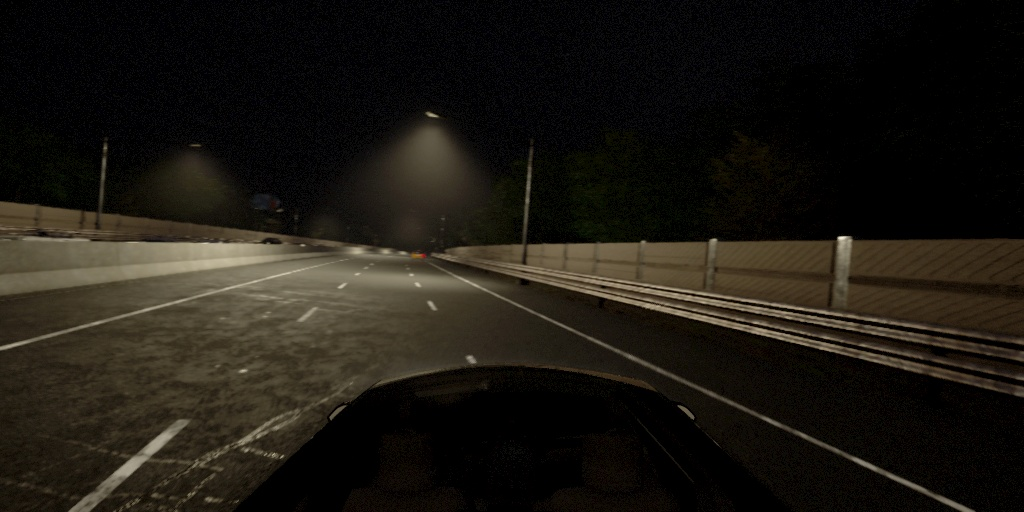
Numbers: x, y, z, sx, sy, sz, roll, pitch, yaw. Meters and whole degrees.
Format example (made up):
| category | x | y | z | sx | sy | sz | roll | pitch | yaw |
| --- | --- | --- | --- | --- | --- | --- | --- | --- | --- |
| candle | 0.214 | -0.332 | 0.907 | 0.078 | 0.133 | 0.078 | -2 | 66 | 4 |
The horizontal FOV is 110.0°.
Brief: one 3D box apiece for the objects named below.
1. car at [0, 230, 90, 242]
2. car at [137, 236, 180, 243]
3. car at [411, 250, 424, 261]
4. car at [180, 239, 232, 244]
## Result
| category | x | y | z | sx | sy | sz | roll | pitch | yaw |
| --- | --- | --- | --- | --- | --- | --- | --- | --- | --- |
| car | -30.184 | -1.005 | 23.022 | 1.895 | 1.301 | 4.718 | 4 | 0 | -18 |
| car | -28.459 | -0.908 | 29.125 | 1.994 | 1.385 | 4.181 | 4 | 0 | -17 |
| car | -14.255 | -0.136 | 54.320 | 1.801 | 1.575 | 5.366 | 4 | 0 | -17 |
| car | -25.231 | -0.677 | 30.464 | 2.033 | 1.411 | 5.357 | 4 | 0 | -17 |
